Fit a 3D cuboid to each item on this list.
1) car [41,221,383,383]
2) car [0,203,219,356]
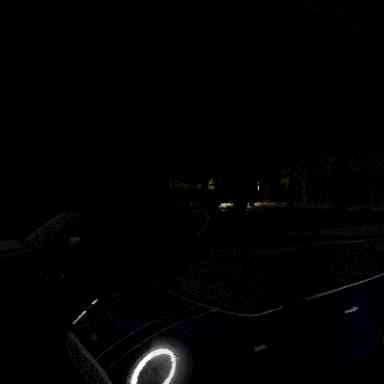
[{"bbox_3d":[0.777,1.385,4.240,4.553,1.767,2.097,1,0,-36],"label":"car"},{"bbox_3d":[-1.748,1.245,6.431,5.566,2.045,2.150,1,0,-36],"label":"car"}]
